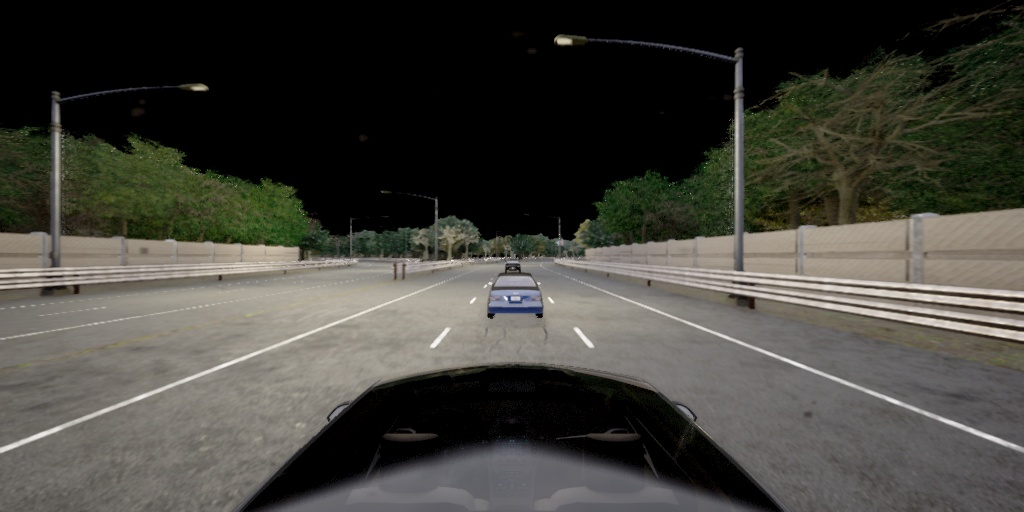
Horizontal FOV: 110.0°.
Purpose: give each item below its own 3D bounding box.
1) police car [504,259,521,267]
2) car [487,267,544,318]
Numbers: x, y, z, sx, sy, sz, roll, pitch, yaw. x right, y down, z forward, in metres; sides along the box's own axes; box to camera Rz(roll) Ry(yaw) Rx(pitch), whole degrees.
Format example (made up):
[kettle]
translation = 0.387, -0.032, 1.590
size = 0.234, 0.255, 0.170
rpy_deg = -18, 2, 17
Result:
[police car]
translation = 0.115, 1.176, 43.892
size = 1.930, 1.638, 5.238
rpy_deg = 0, 0, 0
[car]
translation = 0.104, 1.296, 13.031
size = 2.033, 1.411, 5.357
rpy_deg = 0, 0, 0
